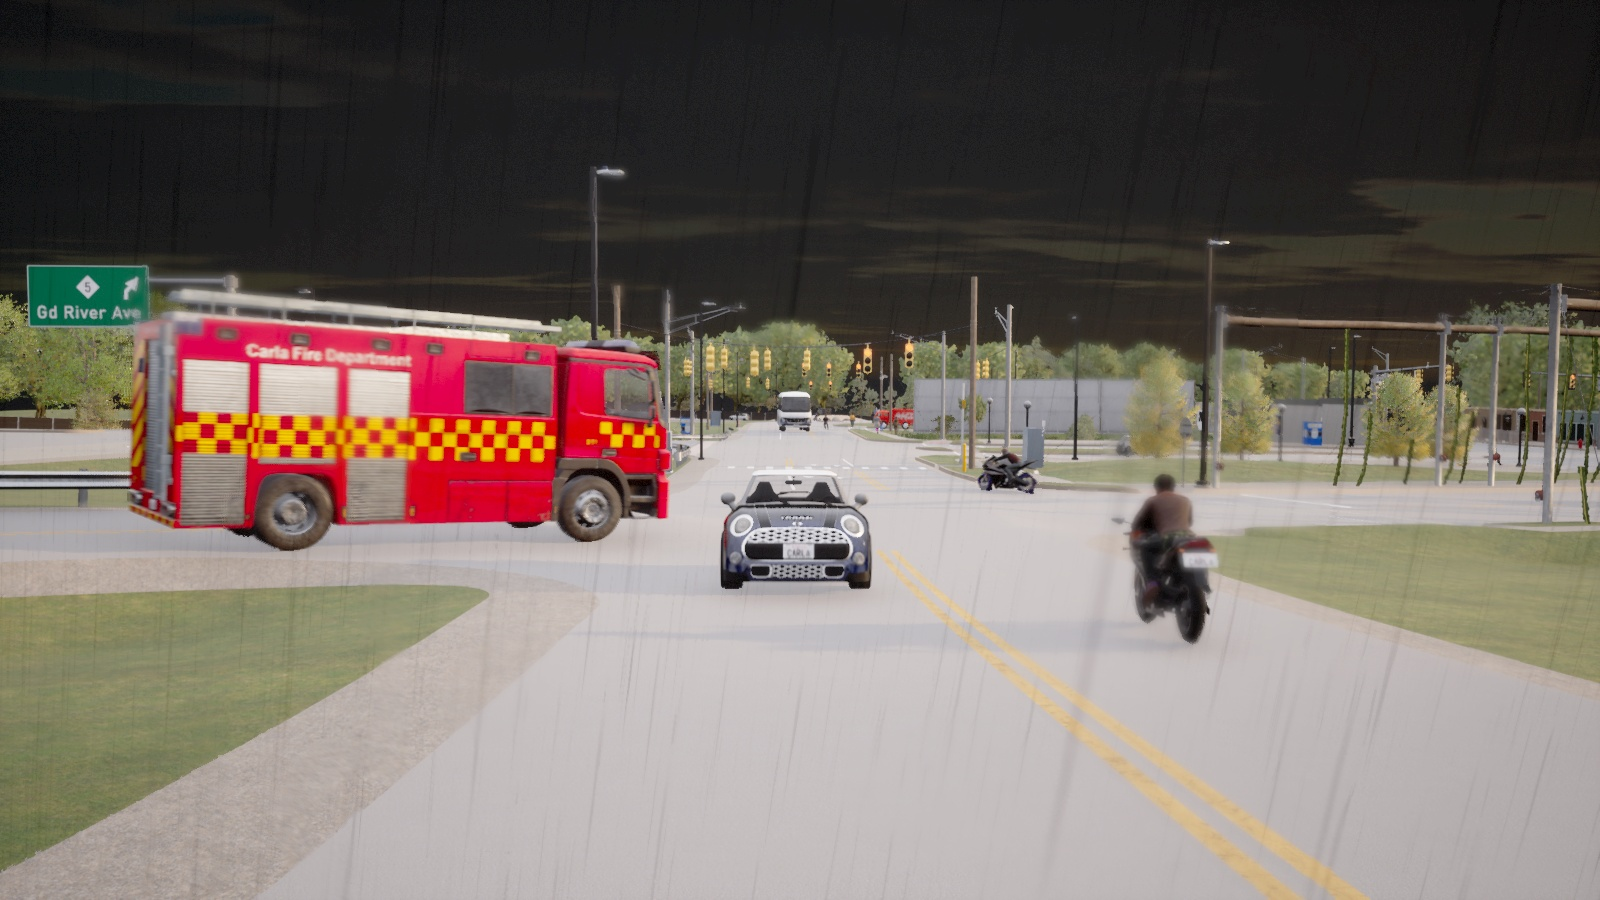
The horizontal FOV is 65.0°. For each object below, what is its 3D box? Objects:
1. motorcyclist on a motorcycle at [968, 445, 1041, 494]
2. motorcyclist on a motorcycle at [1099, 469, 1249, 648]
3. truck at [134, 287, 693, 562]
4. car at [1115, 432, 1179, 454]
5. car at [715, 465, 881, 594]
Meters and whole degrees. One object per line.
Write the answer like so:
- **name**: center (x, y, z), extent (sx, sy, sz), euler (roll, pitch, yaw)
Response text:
- **motorcyclist on a motorcycle**: center (6.879, 0.656, 42.302), extent (2.191, 1.530, 0.866), euler (3, 1, 36)
- **motorcyclist on a motorcycle**: center (3.476, 0.956, 11.871), extent (0.797, 1.523, 2.044), euler (0, 0, 0)
- **truck**: center (-6.198, -0.366, 21.235), extent (8.468, 3.827, 2.891), euler (1, 2, -39)
- **car**: center (23.866, -0.500, 86.466), extent (3.806, 1.475, 1.970), euler (0, 3, -5)
- **car**: center (-0.066, 0.969, 16.769), extent (1.970, 1.475, 3.806), euler (0, 0, -1)
